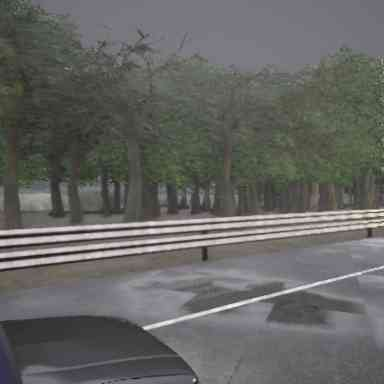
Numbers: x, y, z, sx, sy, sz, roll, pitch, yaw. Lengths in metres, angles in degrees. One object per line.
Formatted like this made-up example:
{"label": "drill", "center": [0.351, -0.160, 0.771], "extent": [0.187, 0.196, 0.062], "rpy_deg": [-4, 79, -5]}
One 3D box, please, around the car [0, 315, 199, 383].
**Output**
{"label": "car", "center": [-2.471, 1.544, 1.963], "extent": [5.357, 1.411, 2.033], "rpy_deg": [0, 0, -36]}
